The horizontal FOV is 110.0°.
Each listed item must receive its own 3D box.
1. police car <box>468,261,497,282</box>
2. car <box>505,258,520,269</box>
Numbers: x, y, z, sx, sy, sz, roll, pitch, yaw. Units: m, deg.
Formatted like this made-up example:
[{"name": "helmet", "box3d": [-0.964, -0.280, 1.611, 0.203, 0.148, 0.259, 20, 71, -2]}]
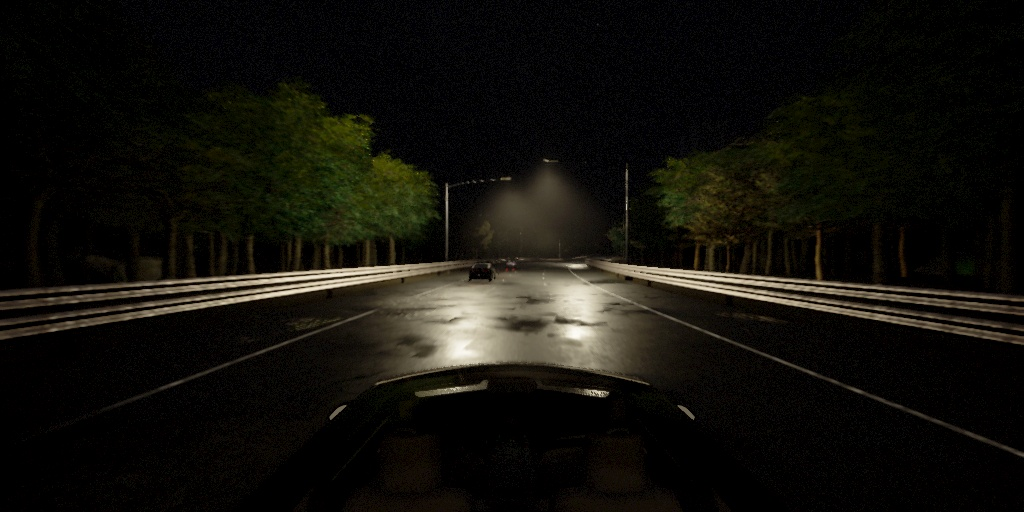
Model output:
[{"name": "police car", "box3d": [-2.417, 1.279, 30.601, 1.930, 1.638, 5.238, 0, 0, 4]}, {"name": "car", "box3d": [0.117, 1.115, 56.753, 2.033, 1.649, 4.856, 0, 1, 8]}]
